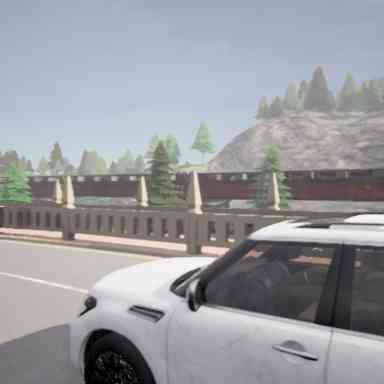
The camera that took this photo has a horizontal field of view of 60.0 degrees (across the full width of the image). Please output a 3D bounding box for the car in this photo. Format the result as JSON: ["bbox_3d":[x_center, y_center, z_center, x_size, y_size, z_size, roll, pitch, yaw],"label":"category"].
[{"bbox_3d":[1.329,1.207,2.887,5.566,2.045,2.150,0,0,35],"label":"car"}]
